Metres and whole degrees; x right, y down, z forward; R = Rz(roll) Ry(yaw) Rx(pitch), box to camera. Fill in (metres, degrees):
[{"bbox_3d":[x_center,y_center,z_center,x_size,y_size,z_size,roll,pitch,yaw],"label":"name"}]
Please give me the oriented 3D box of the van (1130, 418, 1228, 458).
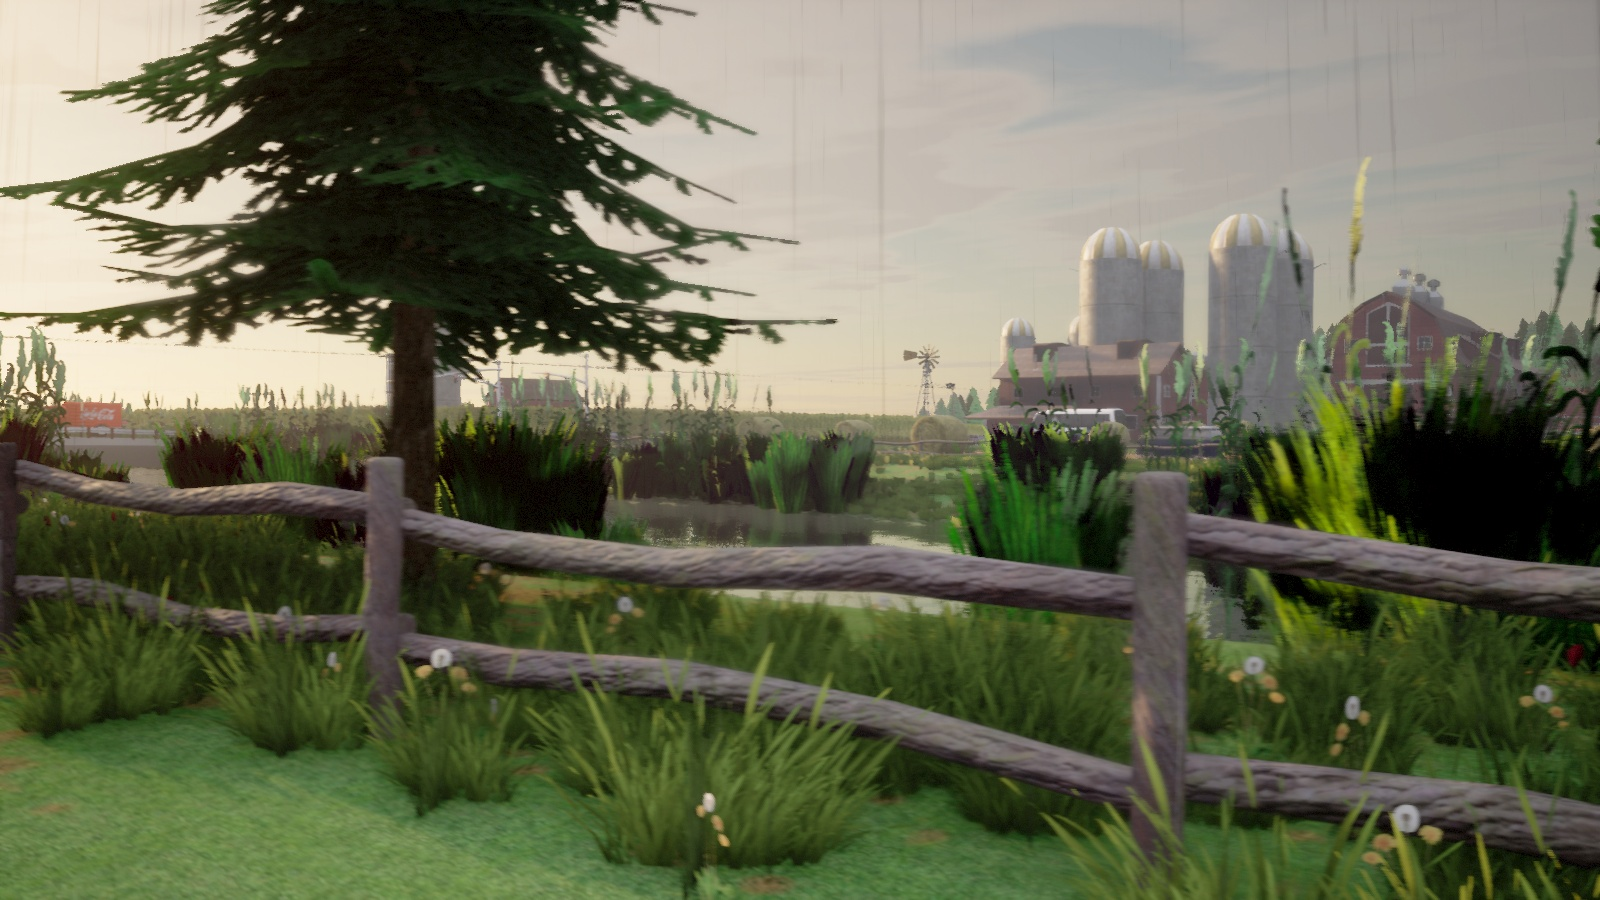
[{"bbox_3d":[19.457,-0.608,64.565,4.442,1.987,1.775,0,1,43],"label":"van"}]
